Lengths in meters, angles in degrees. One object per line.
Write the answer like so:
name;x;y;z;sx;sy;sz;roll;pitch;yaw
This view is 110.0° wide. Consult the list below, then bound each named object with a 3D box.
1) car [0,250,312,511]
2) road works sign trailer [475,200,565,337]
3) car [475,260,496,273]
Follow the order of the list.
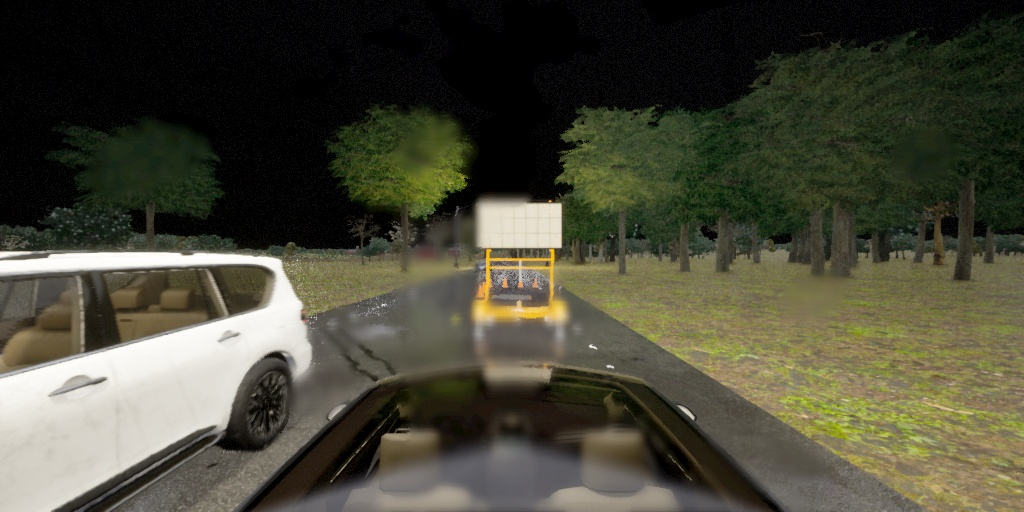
car;-3.596;0.971;2.231;2.150;2.045;5.566;0;0;0
road works sign trailer;0.239;0.210;10.251;2.380;3.560;2.880;0;0;2
car;-3.517;1.253;44.420;2.128;1.511;4.902;0;0;0
